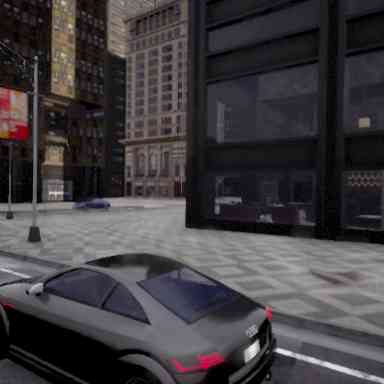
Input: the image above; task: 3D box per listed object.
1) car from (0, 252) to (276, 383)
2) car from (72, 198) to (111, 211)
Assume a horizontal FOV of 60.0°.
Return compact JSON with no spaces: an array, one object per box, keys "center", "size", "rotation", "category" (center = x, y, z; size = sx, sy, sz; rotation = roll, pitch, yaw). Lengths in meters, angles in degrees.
[{"center":[-1.055,1.539,4.454],"size":[4.181,1.385,1.994],"rotation":[0,0,34],"category":"car"},{"center":[-11.634,1.431,38.839],"size":[1.812,1.442,4.674],"rotation":[1,0,35],"category":"car"}]
